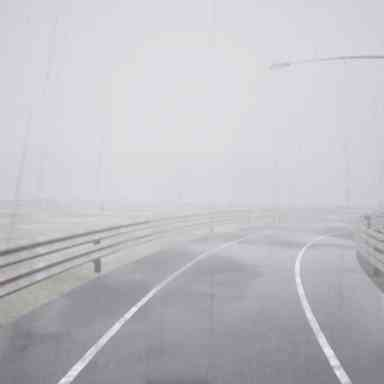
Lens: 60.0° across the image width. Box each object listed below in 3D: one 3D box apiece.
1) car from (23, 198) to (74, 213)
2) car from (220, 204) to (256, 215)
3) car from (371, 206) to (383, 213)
[{"bbox_3d":[-15.099,1.393,35.185,4.902,1.511,2.128,2,0,-16],"label":"car"},{"bbox_3d":[5.905,2.093,40.996,4.718,1.301,1.895,2,0,-15],"label":"car"},{"bbox_3d":[27.892,2.671,46.580,5.357,1.411,2.033,2,0,-14],"label":"car"}]
